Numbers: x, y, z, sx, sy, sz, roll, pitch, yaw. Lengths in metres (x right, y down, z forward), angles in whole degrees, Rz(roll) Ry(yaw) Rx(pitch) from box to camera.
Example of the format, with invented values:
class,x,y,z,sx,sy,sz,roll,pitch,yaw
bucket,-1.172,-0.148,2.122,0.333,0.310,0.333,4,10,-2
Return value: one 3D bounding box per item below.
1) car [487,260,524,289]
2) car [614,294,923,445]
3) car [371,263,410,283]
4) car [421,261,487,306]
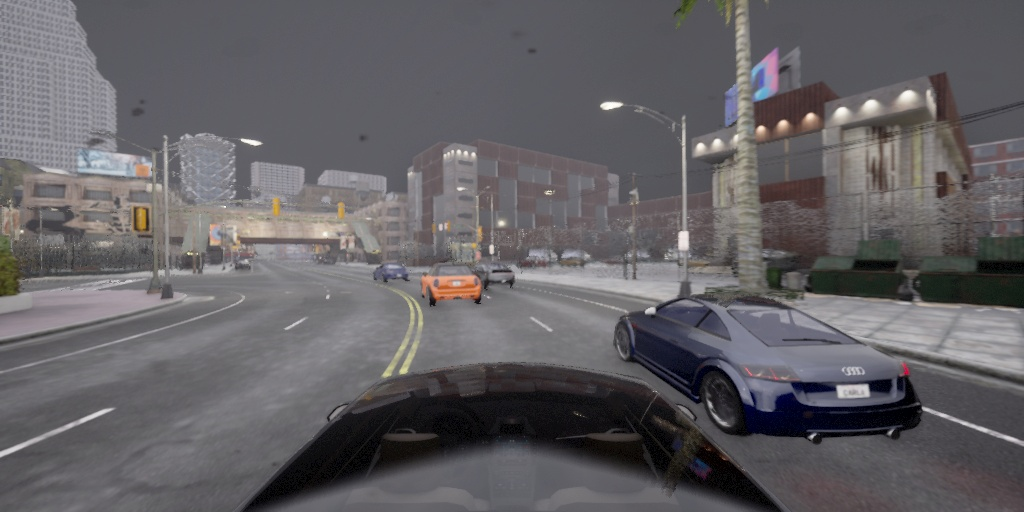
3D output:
class,x,y,z,sx,sy,sz,roll,pitch,yaw
car,-1.472,1.173,21.761,2.128,1.511,4.902,-1,0,-25
car,3.119,1.264,5.455,1.994,1.385,4.181,-1,0,-5
car,-9.559,1.268,28.229,1.812,1.442,4.674,-1,0,-34
car,-2.820,1.074,15.853,2.097,1.767,4.553,-1,0,-19
